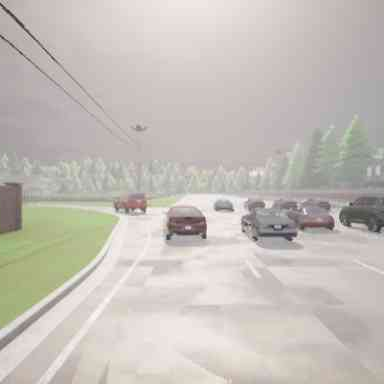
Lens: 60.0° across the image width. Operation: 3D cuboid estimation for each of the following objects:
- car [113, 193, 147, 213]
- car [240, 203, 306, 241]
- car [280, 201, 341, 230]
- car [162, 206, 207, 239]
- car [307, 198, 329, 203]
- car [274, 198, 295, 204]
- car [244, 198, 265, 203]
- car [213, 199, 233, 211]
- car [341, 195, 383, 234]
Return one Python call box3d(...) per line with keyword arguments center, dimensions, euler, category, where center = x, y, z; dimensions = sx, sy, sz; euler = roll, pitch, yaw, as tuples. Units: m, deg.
box3d(center=(-6.689, 1.136, 35.676), dimensions=(2.150, 2.045, 5.566), euler=(0, 0, -31), category="car")
box3d(center=(3.600, 1.506, 16.441), dimensions=(2.033, 1.411, 5.357), euler=(0, 0, 0), category="car")
box3d(center=(7.100, 1.514, 20.530), dimensions=(1.994, 1.385, 4.181), euler=(0, 0, 0), category="car")
box3d(center=(-0.466, 1.434, 17.148), dimensions=(1.882, 1.535, 5.008), euler=(0, 0, -7), category="car")
box3d(center=(14.098, 1.416, 37.835), dimensions=(1.837, 1.490, 4.892), euler=(0, 0, 0), category="car")
box3d(center=(10.599, 1.416, 37.837), dimensions=(1.837, 1.490, 4.892), euler=(0, 0, 0), category="car")
box3d(center=(7.099, 1.416, 37.861), dimensions=(1.837, 1.490, 4.892), euler=(0, 0, 0), category="car")
box3d(center=(3.598, 1.472, 38.629), dimensions=(1.994, 1.385, 4.181), euler=(0, 0, 0), category="car")
box3d(center=(10.600, 1.176, 19.119), dimensions=(2.150, 2.045, 5.566), euler=(0, 0, 0), category="car")
